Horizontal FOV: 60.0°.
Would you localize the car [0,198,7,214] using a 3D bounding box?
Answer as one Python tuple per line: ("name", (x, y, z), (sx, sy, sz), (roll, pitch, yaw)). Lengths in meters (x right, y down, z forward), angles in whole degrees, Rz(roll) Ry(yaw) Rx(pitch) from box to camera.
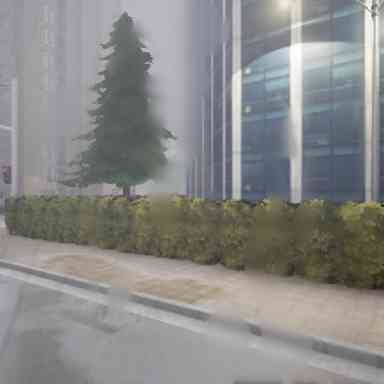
("car", (-18.878, 1.352, 32.090), (2.097, 1.767, 4.553), (0, 0, 36))
